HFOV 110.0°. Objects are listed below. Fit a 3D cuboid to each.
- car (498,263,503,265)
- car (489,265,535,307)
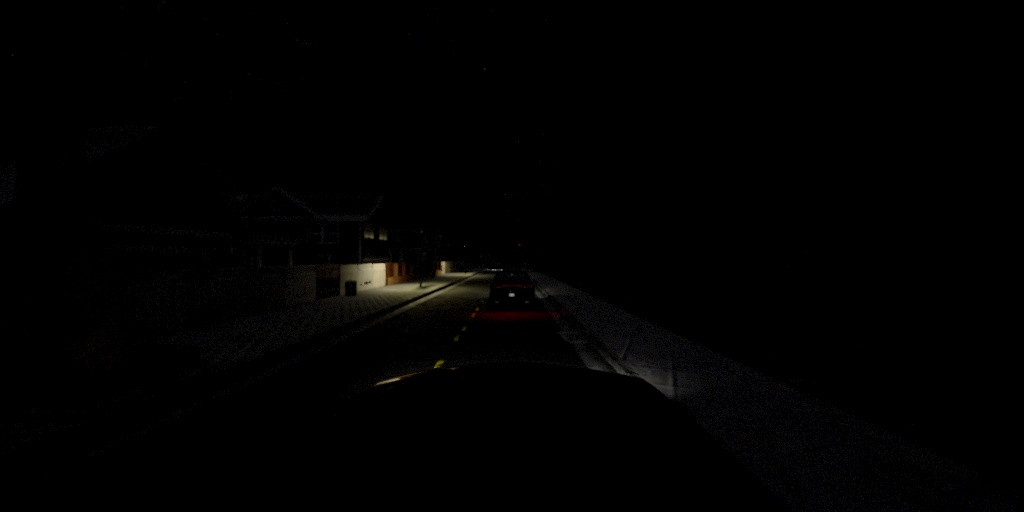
[{"bbox_3d":[-0.011,1.577,30.836,2.033,1.411,5.357,0,-1,0],"label":"car"},{"bbox_3d":[-0.002,1.366,16.319,1.882,1.535,5.008,0,0,0],"label":"car"}]
